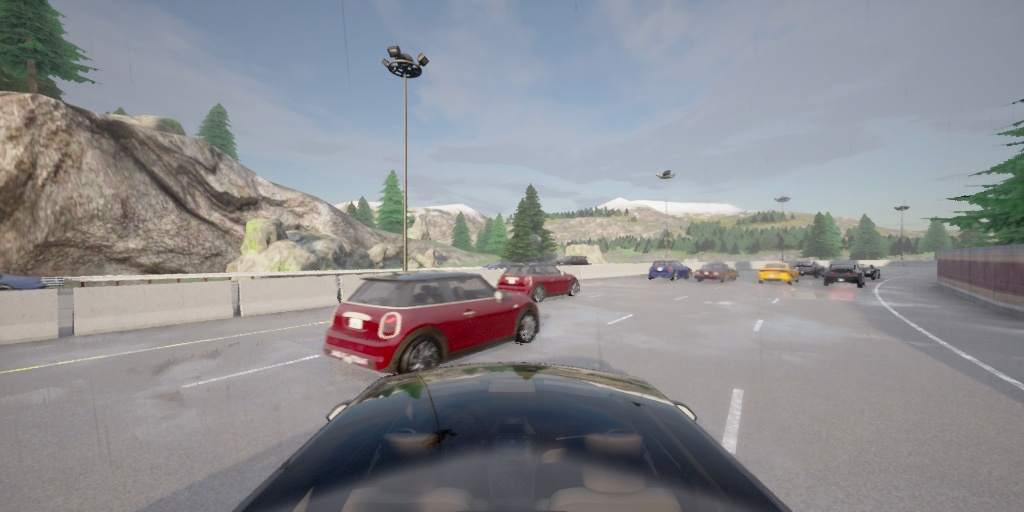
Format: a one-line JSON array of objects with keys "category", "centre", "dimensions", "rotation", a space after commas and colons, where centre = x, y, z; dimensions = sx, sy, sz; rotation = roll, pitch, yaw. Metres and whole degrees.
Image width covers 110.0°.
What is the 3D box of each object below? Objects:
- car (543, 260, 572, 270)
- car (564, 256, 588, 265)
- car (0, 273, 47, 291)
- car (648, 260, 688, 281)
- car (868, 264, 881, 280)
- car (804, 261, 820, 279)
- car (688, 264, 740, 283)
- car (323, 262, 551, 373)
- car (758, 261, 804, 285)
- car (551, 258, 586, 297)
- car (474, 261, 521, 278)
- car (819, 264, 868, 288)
[{"category": "car", "centre": [6.731, 1.315, 52.654], "dimensions": [4.181, 1.385, 1.994], "rotation": [0, 0, -40]}, {"category": "car", "centre": [8.181, 0.976, 49.292], "dimensions": [5.566, 2.045, 2.150], "rotation": [1, 0, -40]}, {"category": "car", "centre": [-25.263, 1.297, 16.079], "dimensions": [2.033, 1.411, 5.357], "rotation": [0, 0, 32]}, {"category": "car", "centre": [13.252, 1.102, 29.942], "dimensions": [4.553, 1.767, 2.097], "rotation": [0, 0, -45]}, {"category": "car", "centre": [30.344, 1.351, 31.028], "dimensions": [4.718, 1.301, 1.895], "rotation": [0, 0, -39]}, {"category": "car", "centre": [27.584, 1.241, 33.275], "dimensions": [4.902, 1.511, 2.128], "rotation": [0, 0, -39]}, {"category": "car", "centre": [15.894, 1.297, 27.703], "dimensions": [5.357, 1.411, 2.033], "rotation": [0, 0, -44]}, {"category": "car", "centre": [-1.279, 1.101, 7.477], "dimensions": [2.097, 1.767, 4.553], "rotation": [0, 0, 35]}, {"category": "car", "centre": [19.667, 1.228, 26.372], "dimensions": [5.008, 1.535, 1.882], "rotation": [0, 0, -44]}, {"category": "car", "centre": [1.319, 1.102, 16.793], "dimensions": [2.097, 1.767, 4.553], "rotation": [0, 0, 38]}, {"category": "car", "centre": [-1.389, 1.275, 35.305], "dimensions": [1.812, 1.442, 4.674], "rotation": [0, 0, 44]}, {"category": "car", "centre": [22.427, 1.255, 24.169], "dimensions": [4.892, 1.490, 1.837], "rotation": [0, 0, -43]}]
